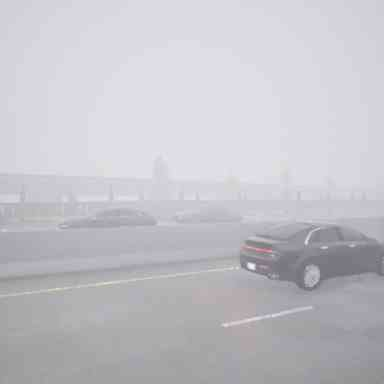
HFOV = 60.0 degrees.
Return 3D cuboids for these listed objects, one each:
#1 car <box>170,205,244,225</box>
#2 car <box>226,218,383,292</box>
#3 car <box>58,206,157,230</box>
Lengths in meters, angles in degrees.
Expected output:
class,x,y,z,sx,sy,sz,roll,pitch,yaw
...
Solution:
class,x,y,z,sx,sy,sz,roll,pitch,yaw
car,1.145,1.628,23.839,5.357,1.411,2.033,1,0,-28
car,3.555,1.551,9.063,4.892,1.490,1.837,1,0,-28
car,-4.234,1.516,17.056,4.892,1.490,1.837,0,0,-28
